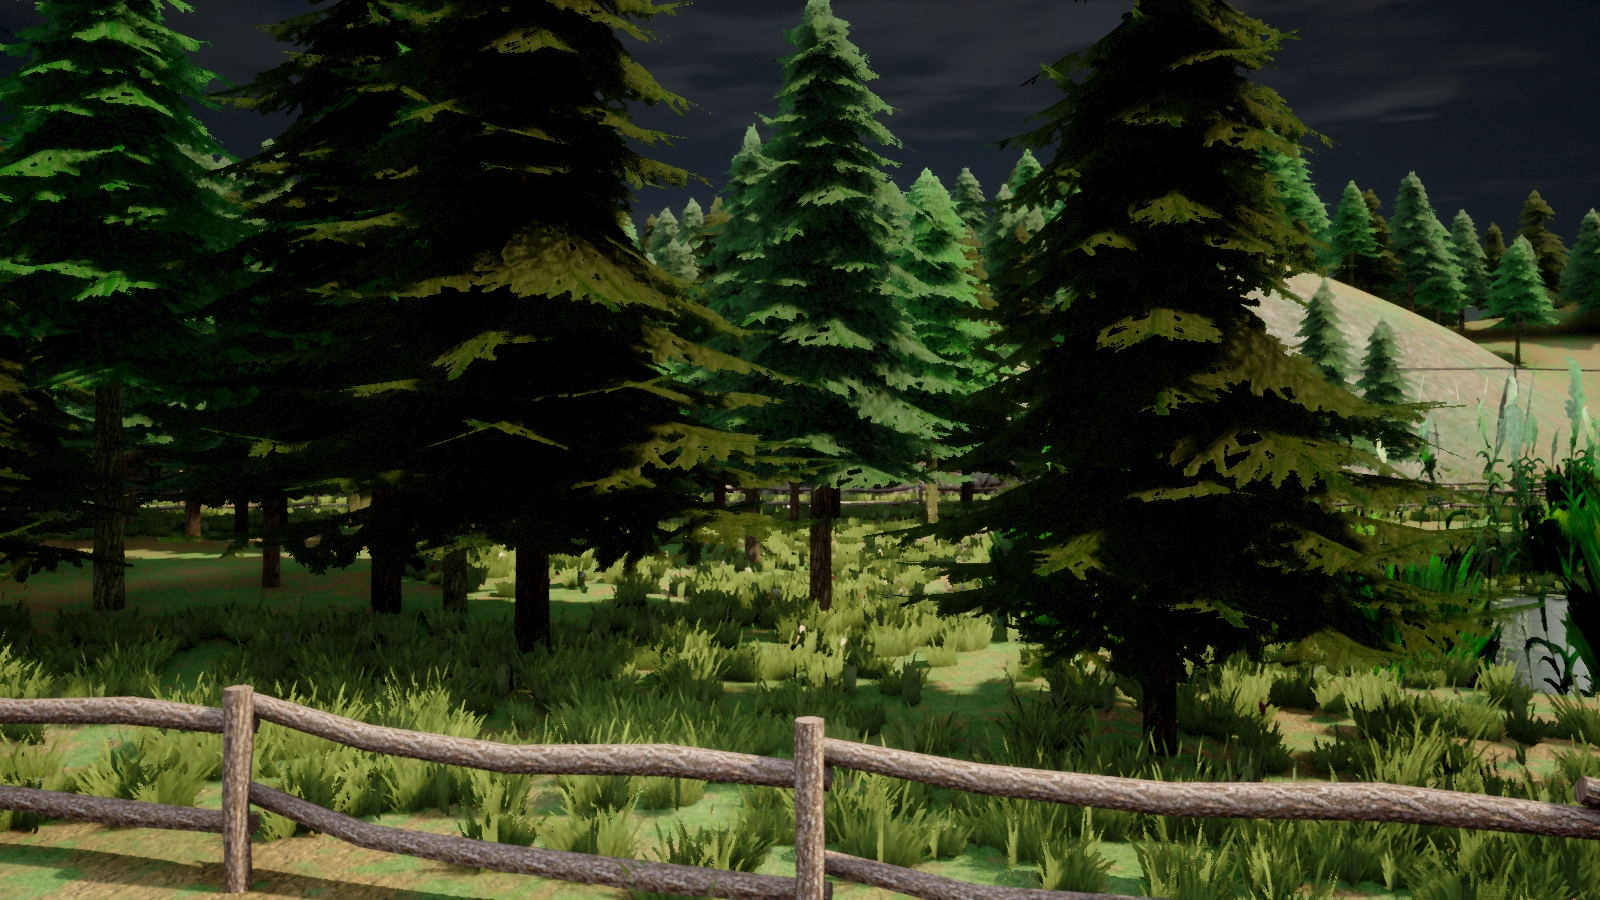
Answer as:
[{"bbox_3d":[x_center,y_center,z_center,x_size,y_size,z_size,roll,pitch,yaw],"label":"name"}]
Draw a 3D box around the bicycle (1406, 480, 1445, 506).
[{"bbox_3d":[31.342,2.158,57.285,1.487,1.276,0.859,0,0,8],"label":"bicycle"}]
